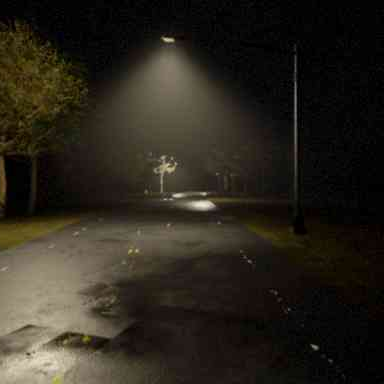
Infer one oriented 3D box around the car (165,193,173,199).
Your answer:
[{"bbox_3d":[-6.245,1.073,89.622,1.882,1.535,5.008,0,1,1],"label":"car"}]
